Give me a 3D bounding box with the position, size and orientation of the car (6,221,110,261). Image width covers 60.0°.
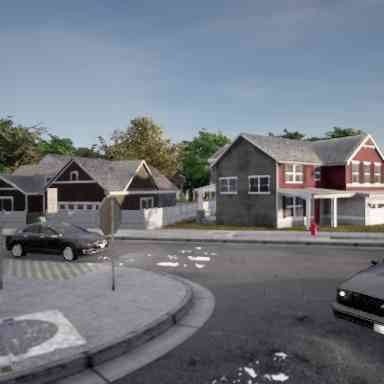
[{"bbox_3d":[-5.924,2.060,14.646,4.892,1.490,1.837,-2,0,23],"label":"car"}]

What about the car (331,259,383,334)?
[{"bbox_3d":[4.897,1.569,6.218,5.357,1.411,2.033,0,0,-35],"label":"car"}]
